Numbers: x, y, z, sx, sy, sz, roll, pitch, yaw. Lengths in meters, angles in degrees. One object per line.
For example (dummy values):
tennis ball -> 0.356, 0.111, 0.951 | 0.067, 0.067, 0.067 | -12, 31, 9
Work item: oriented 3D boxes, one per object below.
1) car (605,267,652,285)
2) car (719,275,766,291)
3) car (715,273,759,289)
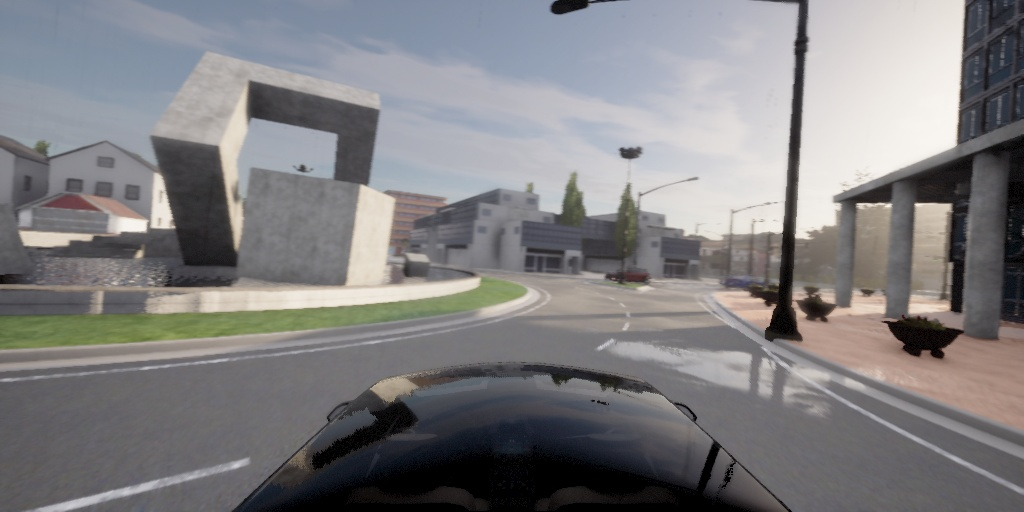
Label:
car -> 11.761, 1.874, 36.412 | 4.553, 1.767, 2.097 | 4, 0, -15
car -> 24.211, 2.792, 37.191 | 5.008, 1.535, 1.882 | 4, 0, -28
car -> 26.812, 2.974, 42.677 | 4.902, 1.511, 2.128 | 4, 0, -27
